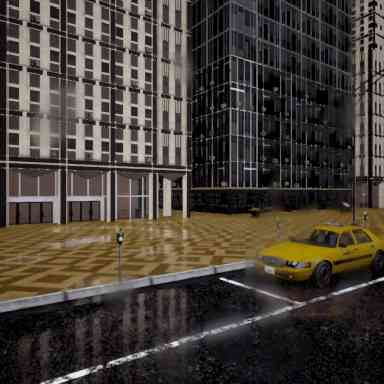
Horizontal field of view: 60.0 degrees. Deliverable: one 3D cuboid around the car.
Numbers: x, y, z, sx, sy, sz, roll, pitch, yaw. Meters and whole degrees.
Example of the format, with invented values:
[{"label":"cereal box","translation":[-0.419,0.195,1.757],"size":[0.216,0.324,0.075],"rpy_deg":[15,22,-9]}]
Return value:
[{"label":"car","translation":[3.800,1.526,9.253],"size":[4.829,1.417,1.752],"rpy_deg":[0,0,-35]}]
